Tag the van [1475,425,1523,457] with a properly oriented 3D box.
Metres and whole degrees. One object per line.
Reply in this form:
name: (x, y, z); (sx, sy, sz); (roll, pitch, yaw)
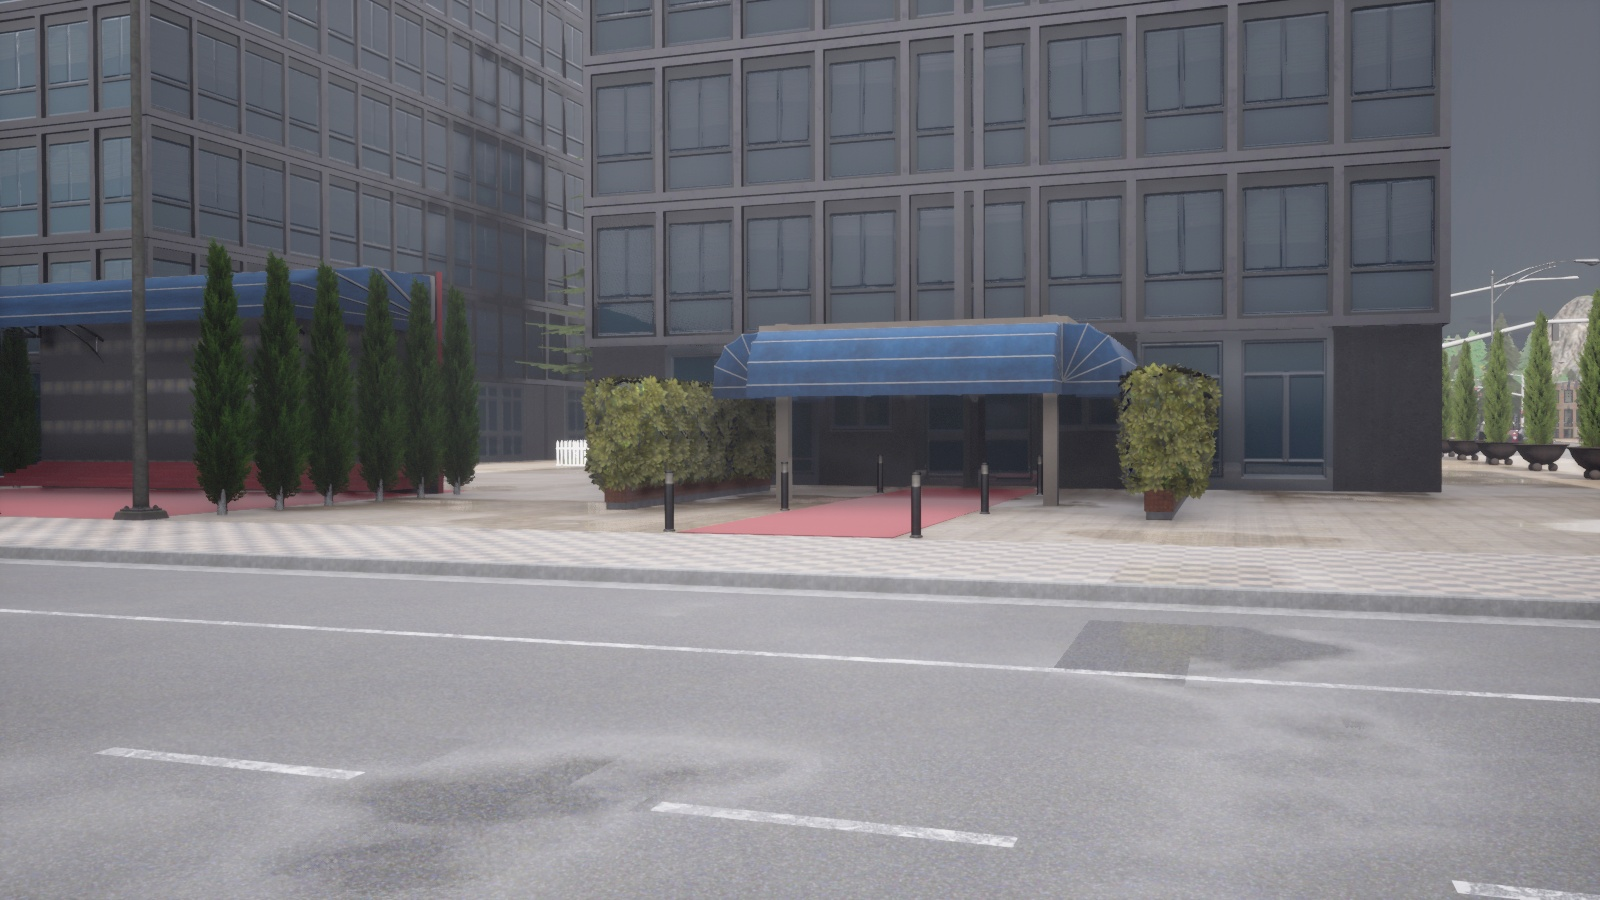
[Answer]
van: (47.010, -0.628, 84.558); (2.069, 2.038, 4.480); (1, 1, 19)
